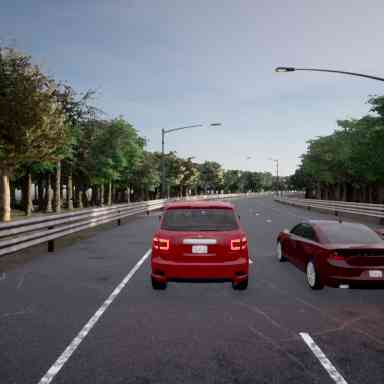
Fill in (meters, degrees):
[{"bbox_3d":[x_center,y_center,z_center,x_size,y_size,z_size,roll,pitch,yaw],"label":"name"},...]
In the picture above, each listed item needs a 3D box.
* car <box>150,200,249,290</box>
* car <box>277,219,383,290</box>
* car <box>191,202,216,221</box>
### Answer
[{"bbox_3d":[0.207,1.223,9.237,2.150,2.045,5.566,0,0,1],"label":"car"},{"bbox_3d":[3.713,1.479,9.113,1.882,1.535,5.008,0,0,1],"label":"car"},{"bbox_3d":[1.031,1.569,28.223,1.994,1.385,4.181,0,0,4],"label":"car"}]
